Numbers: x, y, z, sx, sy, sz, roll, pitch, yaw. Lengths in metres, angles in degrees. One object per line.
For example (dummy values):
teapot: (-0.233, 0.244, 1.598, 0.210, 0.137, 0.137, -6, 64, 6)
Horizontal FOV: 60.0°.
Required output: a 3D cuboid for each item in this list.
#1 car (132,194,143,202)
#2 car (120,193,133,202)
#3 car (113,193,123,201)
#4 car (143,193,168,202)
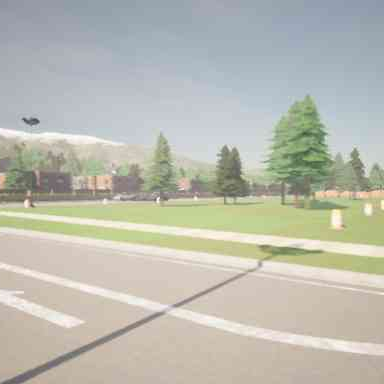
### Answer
car: (-10.508, 1.509, 75.438, 2.033, 1.411, 5.357, 0, 0, 35)
car: (-13.379, 1.507, 77.441, 2.033, 1.411, 5.357, 0, 0, 35)
car: (-16.266, 1.191, 79.420, 2.150, 2.045, 5.566, 0, 0, 35)
car: (-7.655, 1.196, 73.410, 2.150, 2.045, 5.566, 0, 0, 35)
